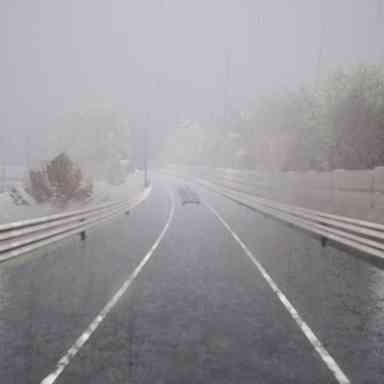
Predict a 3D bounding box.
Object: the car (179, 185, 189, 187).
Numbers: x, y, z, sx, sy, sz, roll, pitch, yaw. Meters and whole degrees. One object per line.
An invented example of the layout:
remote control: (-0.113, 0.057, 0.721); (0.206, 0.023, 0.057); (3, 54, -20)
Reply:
car: (-1.076, -0.262, 46.378); (2.033, 1.411, 5.357); (0, 5, -6)

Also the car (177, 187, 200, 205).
car: (-0.208, 0.566, 34.854); (2.033, 1.411, 5.357); (0, 3, -4)
